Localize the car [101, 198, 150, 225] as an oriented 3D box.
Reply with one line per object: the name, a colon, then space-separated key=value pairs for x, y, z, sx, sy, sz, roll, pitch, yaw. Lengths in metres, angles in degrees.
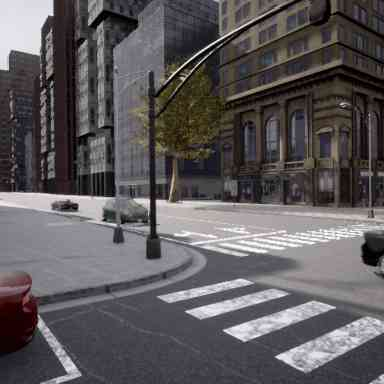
car: x=-4.670 y=1.252 z=23.267 sx=2.097 sy=1.767 sz=4.553 roll=-1 pitch=1 yaw=-36

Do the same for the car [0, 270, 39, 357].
car: x=-4.175 y=1.545 z=3.660 sx=4.507 sy=1.381 sz=1.887 roll=0 pitch=-1 yaw=-36

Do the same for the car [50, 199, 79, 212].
car: x=-13.683 y=1.377 z=35.704 sx=1.895 sy=1.301 sz=4.718 roll=-1 pitch=1 yaw=-36

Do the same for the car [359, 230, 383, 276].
car: x=6.617 y=1.472 z=7.732 sx=1.882 sy=1.535 sz=5.008 roll=0 pitch=0 yaw=-36
